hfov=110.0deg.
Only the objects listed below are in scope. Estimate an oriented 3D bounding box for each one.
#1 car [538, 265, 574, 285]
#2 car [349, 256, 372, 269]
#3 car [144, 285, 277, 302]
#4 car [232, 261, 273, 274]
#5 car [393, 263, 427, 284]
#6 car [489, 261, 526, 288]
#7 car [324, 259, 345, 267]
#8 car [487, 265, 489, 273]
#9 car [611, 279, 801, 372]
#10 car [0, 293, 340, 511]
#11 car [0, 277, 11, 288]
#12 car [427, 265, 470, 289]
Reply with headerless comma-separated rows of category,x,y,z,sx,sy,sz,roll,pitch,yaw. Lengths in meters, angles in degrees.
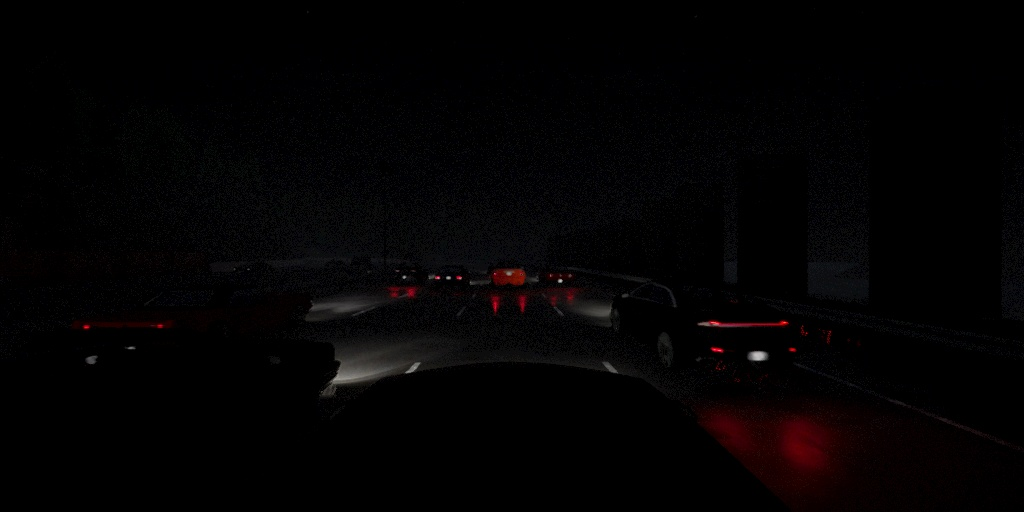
car,3.072,1.340,26.106,1.895,1.301,4.718,0,0,-4
car,-21.496,0.943,51.123,2.150,2.045,5.566,0,0,-12
car,-6.938,1.347,8.681,1.895,1.301,4.718,0,0,0
car,-26.225,1.260,36.475,1.812,1.442,4.674,0,0,-7
car,-7.507,1.231,26.878,2.128,1.511,4.902,0,0,-4
car,-0.308,1.093,23.629,2.097,1.767,4.553,0,0,-3
car,-24.968,1.225,50.647,2.128,1.511,4.902,0,0,-12
car,-1.729,1.334,39.494,1.895,1.301,4.718,0,0,-7
car,3.562,1.238,7.638,2.128,1.511,4.902,0,0,0
car,-3.408,1.297,2.719,2.033,1.411,5.357,0,0,0
car,-28.273,1.343,17.311,1.895,1.301,4.718,0,0,-2
car,-3.734,1.288,22.840,2.033,1.411,5.357,0,0,-3
